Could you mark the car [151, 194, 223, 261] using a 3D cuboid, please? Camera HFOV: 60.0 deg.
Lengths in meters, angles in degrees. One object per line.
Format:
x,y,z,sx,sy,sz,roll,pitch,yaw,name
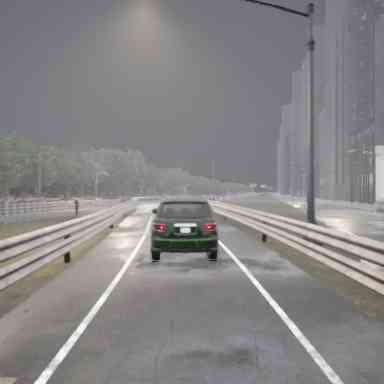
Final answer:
-0.336,1.220,12.446,2.150,2.045,5.566,0,0,-3,car
